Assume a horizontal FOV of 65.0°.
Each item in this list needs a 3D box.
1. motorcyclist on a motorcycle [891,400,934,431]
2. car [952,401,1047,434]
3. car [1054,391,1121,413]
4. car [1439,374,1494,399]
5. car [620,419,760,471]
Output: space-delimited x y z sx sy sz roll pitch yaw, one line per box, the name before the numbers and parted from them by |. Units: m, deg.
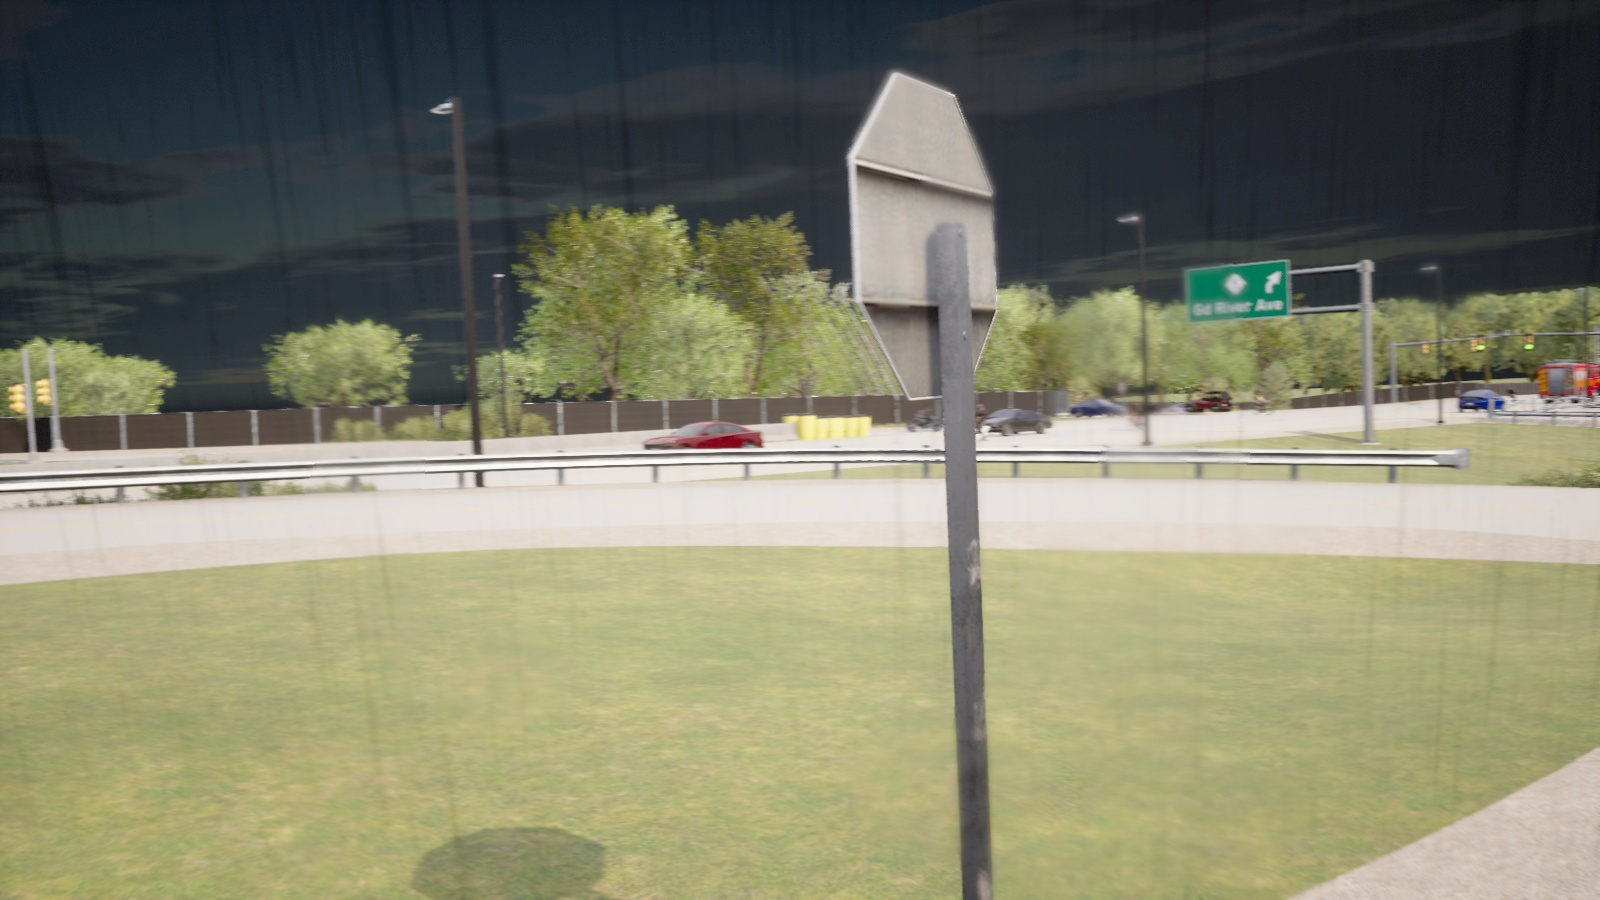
motorcyclist on a motorcycle | 6.577 -2.023 73.428 2.350 1.649 0.766 -4 3 -25
car | 10.387 -1.681 65.135 5.357 1.411 2.033 -5 3 -45
car | 22.085 -3.664 96.531 4.674 1.442 1.812 0 4 45
car | 44.988 -4.274 84.738 1.882 1.535 5.008 3 5 45
car | -3.959 -0.212 45.914 5.008 1.535 1.882 -5 3 -45
